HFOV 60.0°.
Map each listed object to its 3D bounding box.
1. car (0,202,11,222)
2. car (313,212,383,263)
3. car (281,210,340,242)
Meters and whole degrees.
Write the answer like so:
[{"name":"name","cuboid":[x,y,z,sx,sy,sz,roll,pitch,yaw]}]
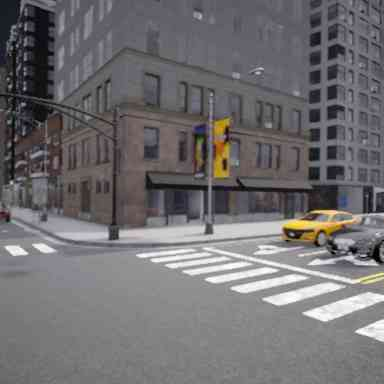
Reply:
[{"name":"car","cuboid":[-15.237,1.455,25.631,1.967,1.590,4.097,1,-1,-35]},{"name":"car","cuboid":[7.138,1.652,12.754,4.902,1.511,2.128,1,0,-35]},{"name":"car","cuboid":[6.504,1.658,16.295,5.008,1.535,1.882,1,0,-35]}]
